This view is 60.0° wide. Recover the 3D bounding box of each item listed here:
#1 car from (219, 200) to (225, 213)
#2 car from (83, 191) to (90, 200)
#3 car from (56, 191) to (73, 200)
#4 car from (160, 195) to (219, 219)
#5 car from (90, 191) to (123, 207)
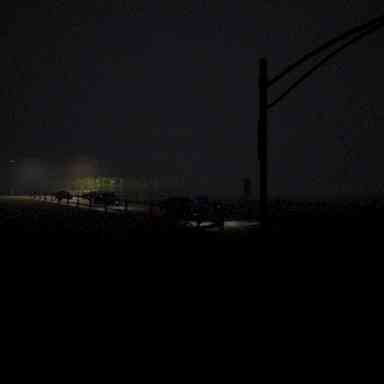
[{"bbox_3d":[0.742,0.984,28.993,1.882,1.535,5.008,0,1,-35],"label":"car"},{"bbox_3d":[-15.631,0.520,52.152,2.128,1.511,4.902,0,1,-35],"label":"car"},{"bbox_3d":[-20.152,0.551,52.449,1.812,1.442,4.674,0,1,-35],"label":"car"},{"bbox_3d":[-0.523,1.046,24.437,1.882,1.535,5.008,0,1,-35],"label":"car"},{"bbox_3d":[-9.341,0.811,36.954,1.837,1.490,4.892,0,1,-35],"label":"car"}]
